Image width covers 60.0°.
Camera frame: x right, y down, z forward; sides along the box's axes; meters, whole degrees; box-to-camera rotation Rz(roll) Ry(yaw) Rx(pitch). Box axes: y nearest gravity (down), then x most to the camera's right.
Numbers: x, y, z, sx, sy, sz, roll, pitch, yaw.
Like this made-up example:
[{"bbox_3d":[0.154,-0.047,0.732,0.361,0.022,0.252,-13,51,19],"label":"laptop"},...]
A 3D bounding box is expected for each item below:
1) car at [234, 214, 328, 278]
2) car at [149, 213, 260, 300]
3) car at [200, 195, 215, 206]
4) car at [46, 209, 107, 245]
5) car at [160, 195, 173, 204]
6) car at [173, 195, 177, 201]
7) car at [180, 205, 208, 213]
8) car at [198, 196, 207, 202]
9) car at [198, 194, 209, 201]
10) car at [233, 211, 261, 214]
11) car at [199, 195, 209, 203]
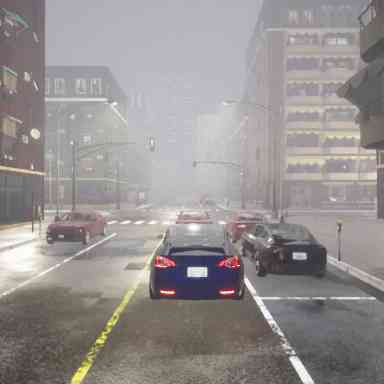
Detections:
[{"bbox_3d":[2.575,1.569,10.030,1.947,1.339,4.313,1,0,0],"label":"car"},{"bbox_3d":[0.102,1.506,8.413,2.163,1.488,4.792,0,0,0],"label":"car"},{"bbox_3d":[2.710,1.578,53.757,1.887,1.381,4.507,1,0,0],"label":"car"},{"bbox_3d":[-5.272,1.550,15.674,1.887,1.381,4.507,1,0,0],"label":"car"},{"bbox_3d":[-5.314,1.597,65.126,2.008,1.369,4.403,1,0,0],"label":"car"},{"bbox_3d":[-5.295,1.623,87.884,1.887,1.381,4.507,1,0,0],"label":"car"},{"bbox_3d":[0.097,1.607,18.136,1.895,1.301,4.718,0,0,0],"label":"car"},{"bbox_3d":[2.585,1.635,82.205,1.947,1.339,4.313,1,0,0],"label":"car"},{"bbox_3d":[2.617,1.359,63.702,2.192,1.841,5.009,1,0,0],"label":"car"},{"bbox_3d":[2.576,1.550,15.700,1.887,1.381,4.507,1,0,0],"label":"car"},{"bbox_3d":[2.584,1.494,70.826,1.967,1.590,4.097,1,0,0],"label":"car"}]
